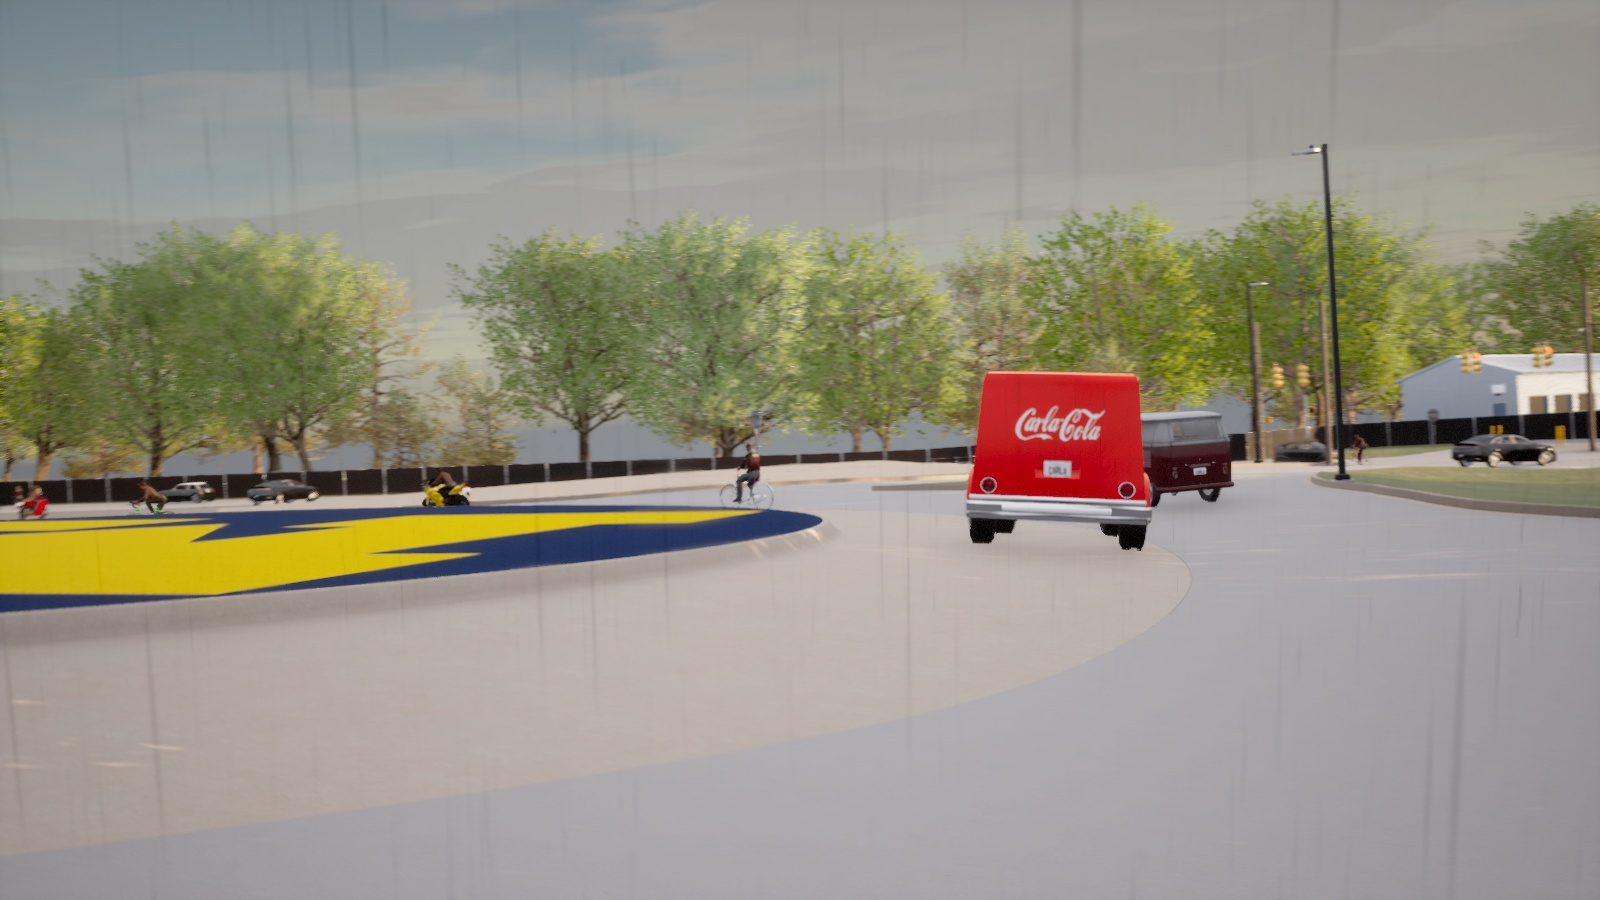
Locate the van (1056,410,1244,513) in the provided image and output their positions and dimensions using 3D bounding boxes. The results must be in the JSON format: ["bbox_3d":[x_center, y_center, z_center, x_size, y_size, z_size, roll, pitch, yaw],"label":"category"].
[{"bbox_3d":[7.580,0.230,27.699,1.775,1.987,4.442,-4,1,-17],"label":"van"}]

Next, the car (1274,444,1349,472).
[{"bbox_3d":[30.415,0.484,74.712,3.705,1.549,1.789,-1,3,43],"label":"car"}]

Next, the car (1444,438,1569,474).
[{"bbox_3d":[32.235,0.252,57.310,4.902,1.511,2.128,-1,1,-16],"label":"car"}]

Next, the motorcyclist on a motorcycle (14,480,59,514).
[{"bbox_3d":[-36.324,2.237,59.754,0.797,1.523,2.044,-3,-1,2],"label":"motorcyclist on a motorcycle"}]

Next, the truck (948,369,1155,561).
[{"bbox_3d":[3.895,0.186,19.392,2.627,2.467,5.204,2,0,12],"label":"truck"}]

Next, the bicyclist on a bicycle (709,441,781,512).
[{"bbox_3d":[-1.409,0.678,32.107,1.843,1.776,0.659,-2,0,41],"label":"bicyclist on a bicycle"}]

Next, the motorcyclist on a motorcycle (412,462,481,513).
[{"bbox_3d":[-11.185,1.190,39.705,2.044,1.523,0.797,-2,3,30],"label":"motorcyclist on a motorcycle"}]

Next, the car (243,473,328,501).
[{"bbox_3d":[-31.332,2.254,76.711,2.128,1.511,4.902,-3,-1,17],"label":"car"}]
